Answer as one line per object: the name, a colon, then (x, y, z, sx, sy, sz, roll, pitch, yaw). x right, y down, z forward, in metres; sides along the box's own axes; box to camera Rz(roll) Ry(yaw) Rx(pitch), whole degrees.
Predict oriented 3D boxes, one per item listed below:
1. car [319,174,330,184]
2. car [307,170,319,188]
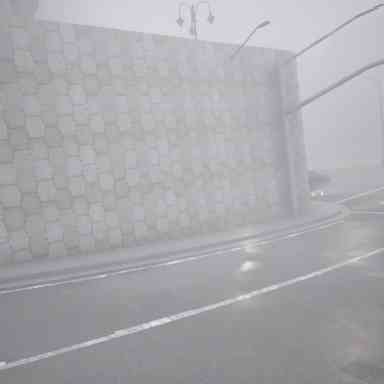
car: (10.714, -1.344, 31.800, 1.837, 1.490, 4.892, -11, 6, -34)
car: (8.045, -0.739, 29.592, 2.033, 1.411, 5.357, -11, 7, -35)
